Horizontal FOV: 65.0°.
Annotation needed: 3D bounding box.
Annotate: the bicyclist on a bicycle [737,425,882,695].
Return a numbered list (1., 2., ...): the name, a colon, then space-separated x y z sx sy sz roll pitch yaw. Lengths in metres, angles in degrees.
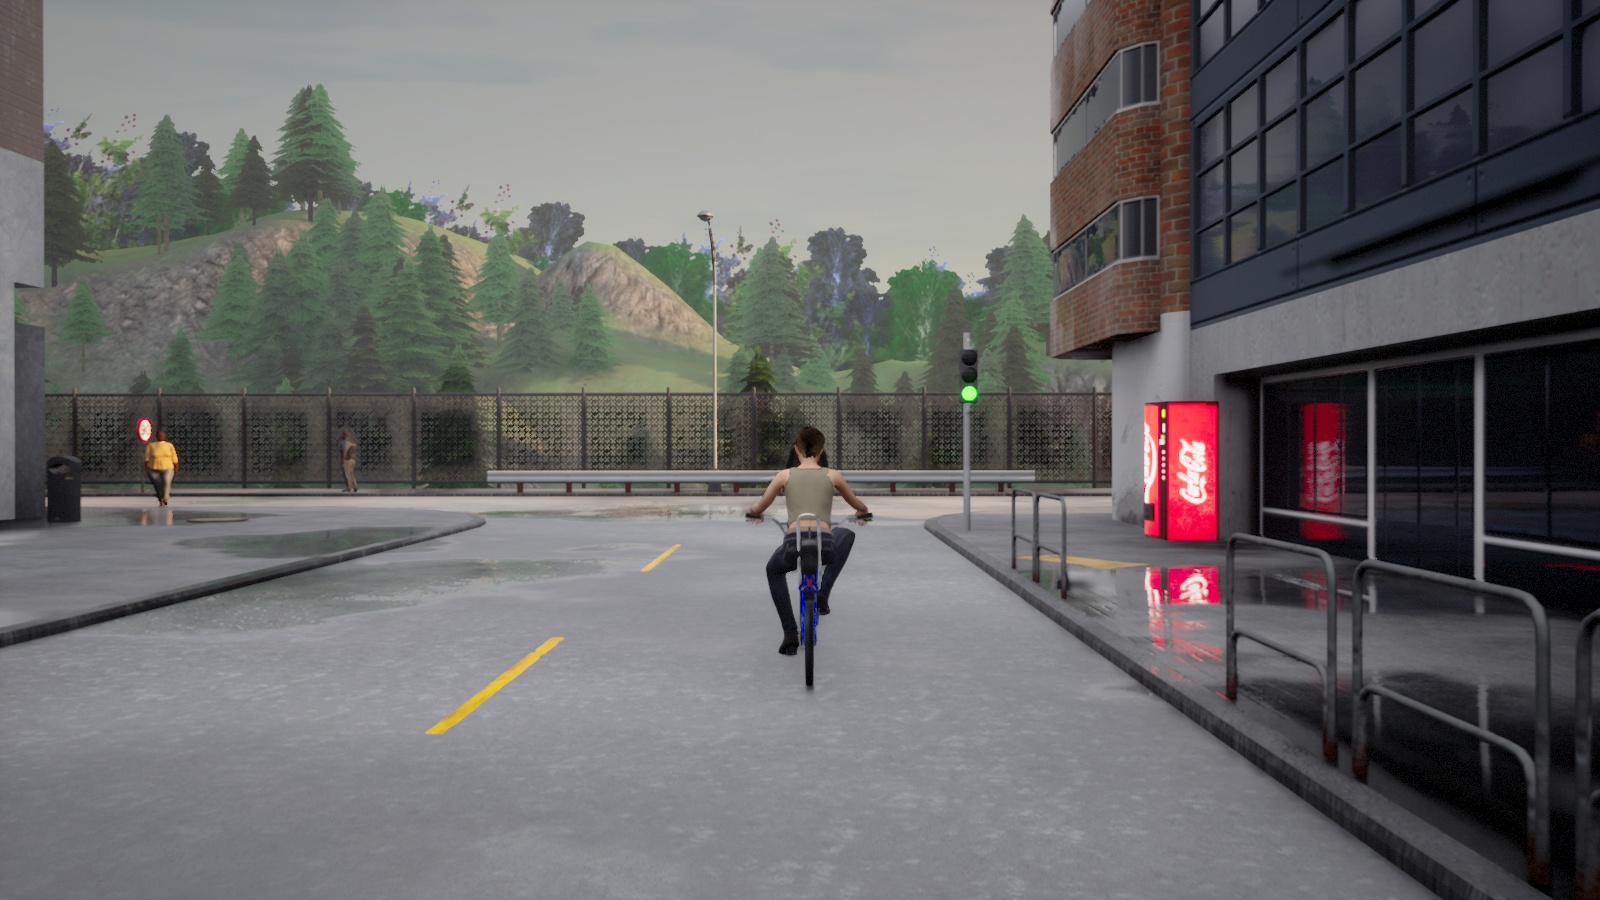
1. bicyclist on a bicycle: 0.060 0.655 8.249 0.866 1.612 1.509 0 0 0

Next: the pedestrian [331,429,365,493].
1. pedestrian: -13.384 0.315 37.207 0.849 1.883 0.563 0 0 -5

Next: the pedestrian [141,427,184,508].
1. pedestrian: -14.882 0.396 29.302 0.874 1.855 0.900 0 0 -28
